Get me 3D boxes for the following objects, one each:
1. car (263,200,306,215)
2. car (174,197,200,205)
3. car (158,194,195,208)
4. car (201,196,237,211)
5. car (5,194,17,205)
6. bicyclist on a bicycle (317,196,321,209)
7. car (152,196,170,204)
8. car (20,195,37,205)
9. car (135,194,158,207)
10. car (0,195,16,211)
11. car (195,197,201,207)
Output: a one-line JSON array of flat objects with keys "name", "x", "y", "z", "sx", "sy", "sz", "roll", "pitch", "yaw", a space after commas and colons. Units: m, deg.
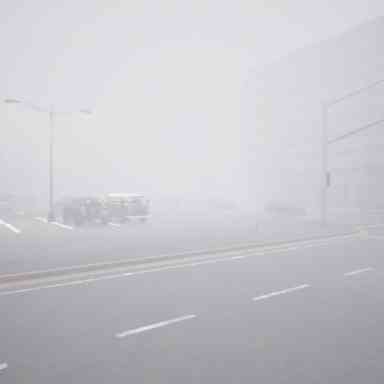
[{"name": "car", "x": 9.380, "y": 1.581, "z": 34.131, "sx": 1.812, "sy": 1.442, "sz": 4.674, "roll": 0, "pitch": 0, "yaw": -36}, {"name": "car", "x": -1.005, "y": 1.603, "z": 61.023, "sx": 2.033, "sy": 1.411, "sz": 5.357, "roll": 0, "pitch": 0, "yaw": -35}, {"name": "car", "x": -2.474, "y": 1.277, "z": 50.768, "sx": 2.150, "sy": 2.045, "sz": 5.566, "roll": 0, "pitch": 0, "yaw": -36}, {"name": "car", "x": 3.622, "y": 1.407, "z": 42.191, "sx": 2.097, "sy": 1.767, "sz": 4.553, "roll": 0, "pitch": 0, "yaw": -35}, {"name": "car", "x": -29.599, "y": 1.212, "z": 53.777, "sx": 1.905, "sy": 1.878, "sz": 3.866, "roll": 0, "pitch": 0, "yaw": -35}, {"name": "bicyclist on a bicycle", "x": 16.592, "y": 1.356, "z": 42.905, "sx": 1.656, "sy": 1.620, "sz": 0.582, "roll": 0, "pitch": 0, "yaw": -35}, {"name": "car", "x": -6.406, "y": 1.619, "z": 68.517, "sx": 1.994, "sy": 1.385, "sz": 4.181, "roll": 0, "pitch": 0, "yaw": -35}, {"name": "car", "x": -27.204, "y": 1.209, "z": 55.403, "sx": 1.932, "sy": 1.855, "sz": 4.605, "roll": 0, "pitch": 0, "yaw": -35}, {"name": "car", "x": -8.853, "y": 1.547, "z": 66.074, "sx": 2.128, "sy": 1.511, "sz": 4.902, "roll": 0, "pitch": 0, "yaw": -35}, {"name": "car", "x": -21.730, "y": 1.451, "z": 37.950, "sx": 1.970, "sy": 1.475, "sz": 3.806, "roll": 0, "pitch": 0, "yaw": -35}, {"name": "car", "x": 1.229, "y": 1.533, "z": 51.928, "sx": 1.882, "sy": 1.535, "sz": 5.008, "roll": 0, "pitch": 0, "yaw": -35}]
